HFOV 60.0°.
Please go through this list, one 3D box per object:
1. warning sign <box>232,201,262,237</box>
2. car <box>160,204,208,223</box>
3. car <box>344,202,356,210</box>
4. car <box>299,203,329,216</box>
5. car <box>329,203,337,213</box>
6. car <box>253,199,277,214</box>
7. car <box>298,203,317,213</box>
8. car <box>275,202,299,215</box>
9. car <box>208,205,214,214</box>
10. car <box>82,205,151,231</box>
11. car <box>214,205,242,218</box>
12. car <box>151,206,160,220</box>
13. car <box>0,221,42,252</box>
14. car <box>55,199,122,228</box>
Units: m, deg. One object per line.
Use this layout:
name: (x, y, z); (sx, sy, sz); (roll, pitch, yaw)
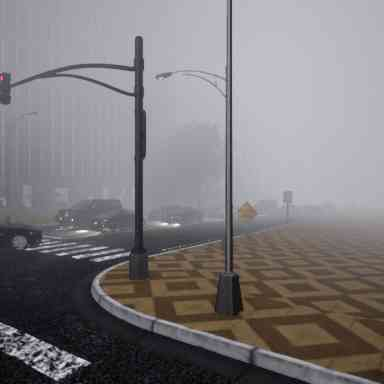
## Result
warning sign: (3.069, 1.454, 18.572); (1.300, 1.860, 1.060); (1, 1, 33)
car: (-0.648, 2.033, 30.321); (1.994, 1.385, 4.181); (0, -1, 32)
car: (31.409, 2.770, 65.976); (1.801, 1.575, 5.366); (0, -1, 33)
car: (16.469, 2.406, 44.693); (2.033, 1.411, 5.357); (0, -1, 33)
car: (21.757, 2.537, 53.031); (1.837, 1.490, 4.892); (0, -1, 33)
car: (10.650, 2.064, 47.846); (2.150, 2.045, 5.566); (0, -1, 33)
car: (19.021, 2.593, 54.785); (1.994, 1.385, 4.181); (0, -1, 33)
car: (13.504, 2.373, 46.096); (1.812, 1.442, 4.674); (0, -1, 33)
car: (3.022, 2.279, 42.043); (1.895, 1.301, 4.718); (0, -1, 32)
car: (-5.177, 1.883, 23.254); (1.994, 1.385, 4.181); (0, -1, 32)
car: (4.809, 2.251, 38.816); (1.895, 1.301, 4.718); (0, -1, 33)
car: (-2.451, 2.001, 33.520); (1.837, 1.490, 4.892); (0, -1, 33)
car: (-8.788, 1.608, 13.404); (5.008, 1.535, 1.882); (1, 0, -27)
car: (-7.627, 1.547, 25.450); (2.150, 2.045, 5.566); (0, -1, 33)
